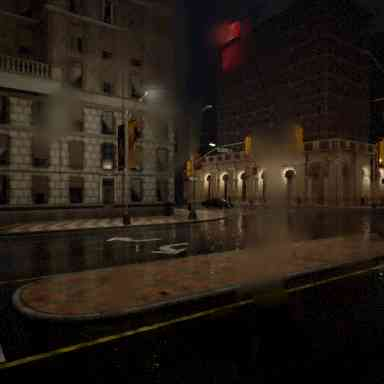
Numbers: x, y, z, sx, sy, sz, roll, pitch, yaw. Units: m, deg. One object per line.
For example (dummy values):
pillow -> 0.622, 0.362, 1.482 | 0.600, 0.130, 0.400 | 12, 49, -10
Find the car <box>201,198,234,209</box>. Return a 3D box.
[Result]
car -> 3.454, 1.547, 46.941 | 2.033, 1.411, 5.357 | 0, 0, -36

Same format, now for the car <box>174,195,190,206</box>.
car -> -2.132, 1.526, 54.822 | 1.812, 1.442, 4.674 | 0, 0, -35
